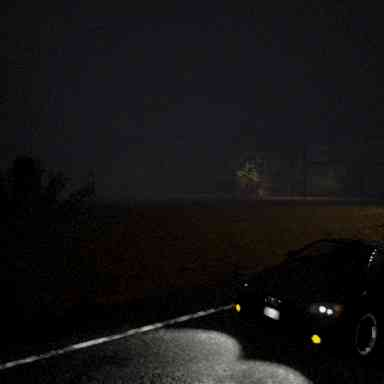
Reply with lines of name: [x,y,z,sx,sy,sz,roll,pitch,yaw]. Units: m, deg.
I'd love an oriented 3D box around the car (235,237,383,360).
car: [2.772,1.562,5.969,4.181,1.385,1.994,0,0,-36]
